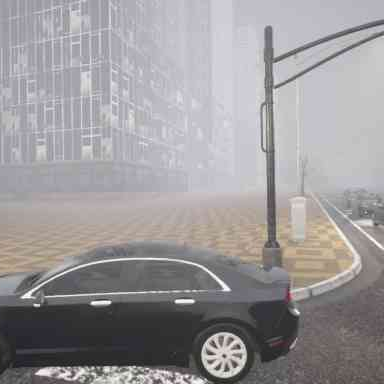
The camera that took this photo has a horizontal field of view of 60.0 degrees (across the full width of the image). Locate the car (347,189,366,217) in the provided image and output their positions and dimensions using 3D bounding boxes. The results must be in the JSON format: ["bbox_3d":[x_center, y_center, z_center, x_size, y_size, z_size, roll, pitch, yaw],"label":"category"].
[{"bbox_3d":[11.175,0.759,20.643,1.994,1.385,4.181,-1,2,17],"label":"car"}]

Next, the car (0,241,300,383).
[{"bbox_3d":[-1.014,1.505,4.750,4.892,1.490,1.837,0,0,0],"label":"car"}]

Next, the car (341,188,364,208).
[{"bbox_3d":[13.188,0.453,26.701,2.128,1.511,4.902,-1,2,18],"label":"car"}]

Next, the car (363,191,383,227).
[{"bbox_3d":[9.106,0.928,14.355,2.128,1.511,4.902,-1,2,18],"label":"car"}]
